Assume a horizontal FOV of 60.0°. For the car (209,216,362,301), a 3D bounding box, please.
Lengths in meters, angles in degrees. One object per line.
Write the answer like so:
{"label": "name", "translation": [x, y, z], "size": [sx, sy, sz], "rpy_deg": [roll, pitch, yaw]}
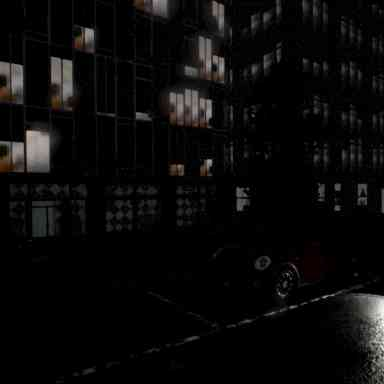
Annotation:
{"label": "car", "translation": [2.355, 1.439, 8.234], "size": [4.097, 1.590, 1.967], "rpy_deg": [0, -1, -35]}

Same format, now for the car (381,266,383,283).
{"label": "car", "translation": [6.316, 1.562, 7.860], "size": [4.181, 1.385, 1.994], "rpy_deg": [0, 0, -35]}
